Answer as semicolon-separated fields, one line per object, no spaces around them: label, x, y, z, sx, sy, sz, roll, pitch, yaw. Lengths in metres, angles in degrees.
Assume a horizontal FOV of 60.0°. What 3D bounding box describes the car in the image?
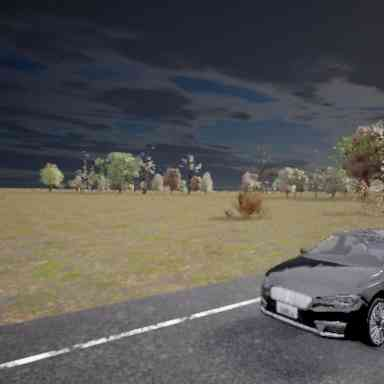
car;3.423;1.523;6.435;4.902;1.511;2.128;0;0;-36
